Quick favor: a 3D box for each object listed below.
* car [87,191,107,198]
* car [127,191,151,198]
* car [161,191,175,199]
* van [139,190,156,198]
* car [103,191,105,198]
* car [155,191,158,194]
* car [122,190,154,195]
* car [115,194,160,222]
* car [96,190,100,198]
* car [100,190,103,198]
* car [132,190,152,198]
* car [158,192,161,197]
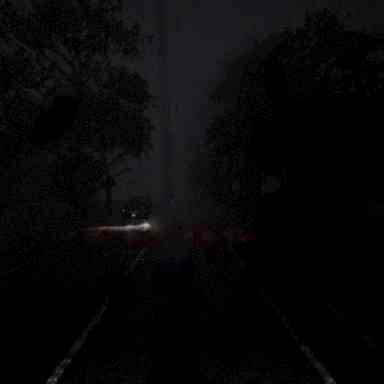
[{"bbox_3d":[-25.054,0.656,87.716,4.553,1.767,2.185,0,-1,-1],"label":"car"},{"bbox_3d":[-11.736,0.570,73.904,4.892,1.521,2.231,0,-1,-1],"label":"car"},{"bbox_3d":[-4.480,0.592,64.496,1.812,1.442,4.674,0,0,-1],"label":"car"},{"bbox_3d":[-12.175,0.587,90.549,4.442,1.987,1.878,0,-1,-1],"label":"van"},{"bbox_3d":[-24.969,0.693,82.175,4.892,1.521,2.231,0,-1,-1],"label":"car"},{"bbox_3d":[-11.866,0.427,82.227,5.566,2.045,2.435,0,-1,-1],"label":"car"},{"bbox_3d":[-11.491,0.545,71.140,5.366,1.575,1.946,0,-1,-1],"label":"car"},{"bbox_3d":[-3.722,1.152,23.357,2.128,1.511,4.902,0,1,-1],"label":"car"},{"bbox_3d":[-24.895,0.359,76.643,5.566,2.045,2.435,0,-1,-1],"label":"car"},{"bbox_3d":[-24.736,0.646,79.412,5.366,1.575,1.946,0,-1,-1],"label":"car"},{"bbox_3d":[-11.871,0.510,79.453,4.553,1.767,2.185,0,-1,-1],"label":"car"},{"bbox_3d":[-12.118,0.858,93.324,5.008,1.535,2.097,0,-1,-1],"label":"car"}]
